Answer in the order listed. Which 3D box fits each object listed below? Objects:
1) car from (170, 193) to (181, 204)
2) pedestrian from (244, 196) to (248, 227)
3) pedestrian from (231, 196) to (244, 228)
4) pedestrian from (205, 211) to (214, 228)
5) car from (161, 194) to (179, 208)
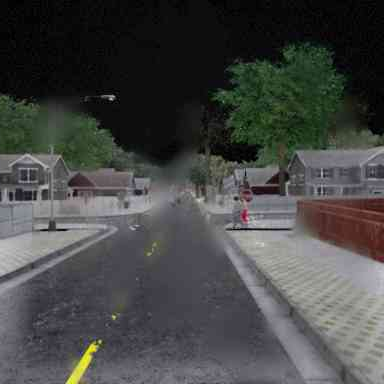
[{"bbox_3d":[-3.381,1.183,63.863,2.150,2.045,5.566,0,0,0],"label":"car"},{"bbox_3d":[3.129,1.134,19.736,0.375,1.860,0.375,0,0,-1],"label":"pedestrian"},{"bbox_3d":[2.611,1.133,19.130,0.375,1.860,0.375,0,0,-1],"label":"pedestrian"},{"bbox_3d":[1.075,1.665,20.319,0.500,1.100,0.500,0,0,-1],"label":"pedestrian"},{"bbox_3d":[-3.272,1.452,47.433,1.882,1.535,5.008,0,0,0],"label":"car"}]
